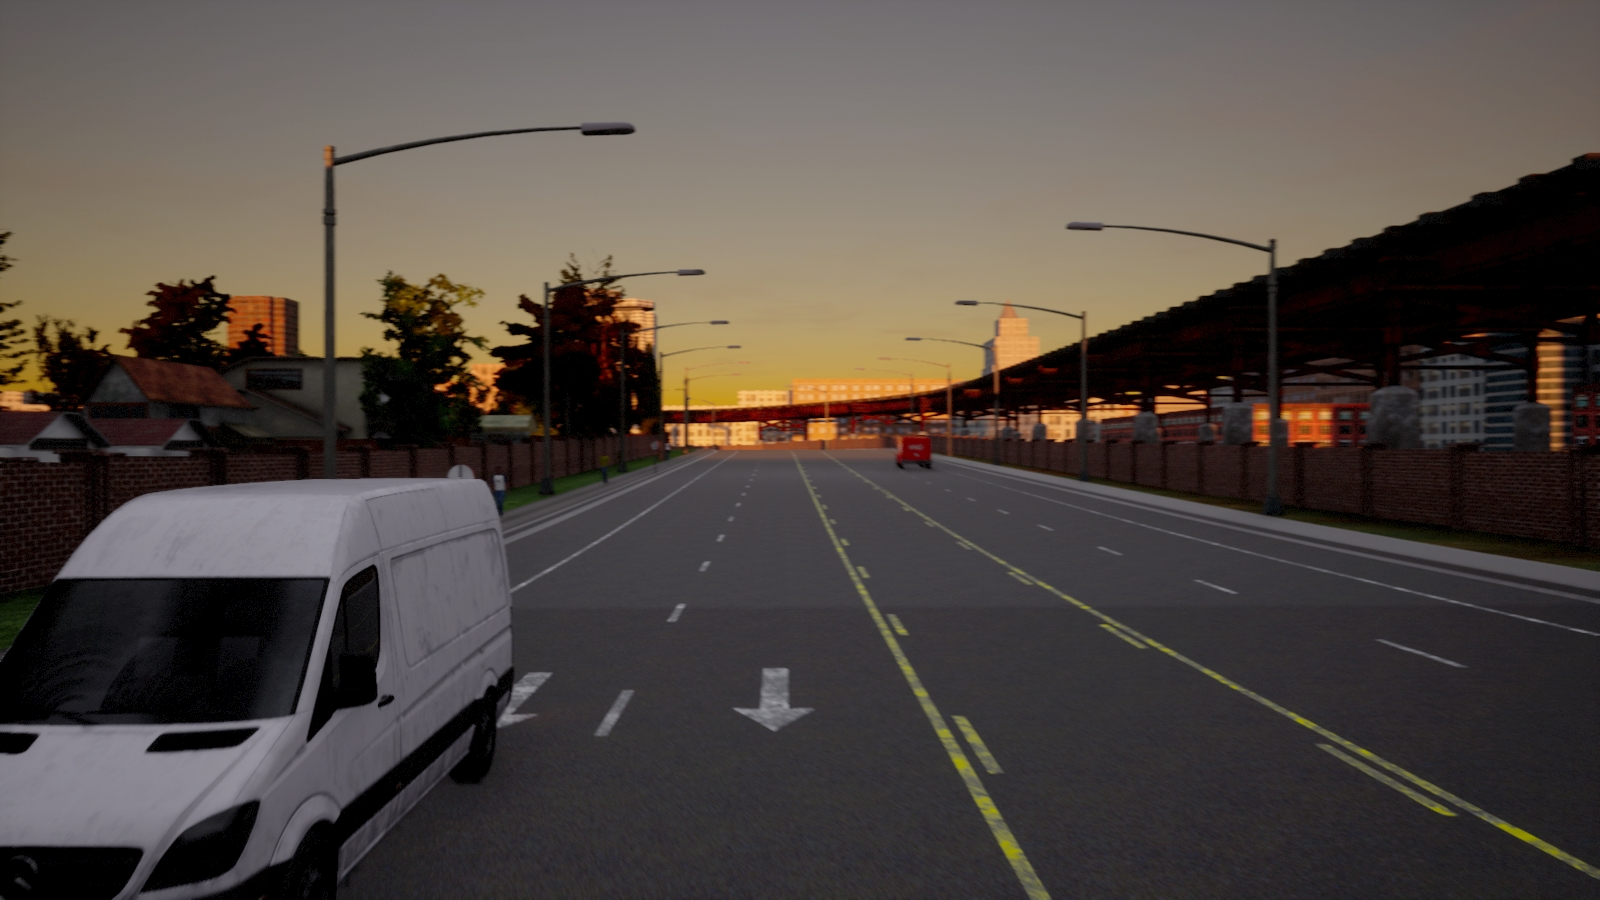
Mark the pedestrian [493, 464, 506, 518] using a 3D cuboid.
[{"bbox_3d":[-10.482,1.437,39.908,0.375,1.860,0.375,0,0,-4],"label":"pedestrian"}]

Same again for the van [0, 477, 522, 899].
[{"bbox_3d":[-3.645,1.540,8.115,1.988,2.561,5.915,0,0,-1],"label":"van"}]

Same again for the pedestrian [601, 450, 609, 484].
[{"bbox_3d":[-10.748,0.928,62.953,0.375,1.860,0.375,0,0,-2],"label":"pedestrian"}]
